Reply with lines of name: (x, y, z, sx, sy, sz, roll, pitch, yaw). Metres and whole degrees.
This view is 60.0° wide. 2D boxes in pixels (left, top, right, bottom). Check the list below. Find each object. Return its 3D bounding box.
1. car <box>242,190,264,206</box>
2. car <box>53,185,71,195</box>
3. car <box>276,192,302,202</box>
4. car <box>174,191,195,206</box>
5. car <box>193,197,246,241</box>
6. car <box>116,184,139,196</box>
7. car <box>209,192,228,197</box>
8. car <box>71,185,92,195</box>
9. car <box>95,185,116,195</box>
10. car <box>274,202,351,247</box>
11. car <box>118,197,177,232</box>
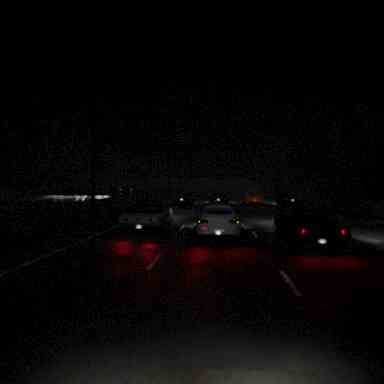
car: (6.266, 0.534, 34.488, 1.882, 1.535, 5.008, 0, 2, 5)
car: (-20.449, -0.306, 53.463, 2.128, 1.511, 4.902, 0, 3, 5)
car: (9.692, 0.671, 33.451, 1.994, 1.385, 4.181, 0, 2, 5)
car: (-0.819, 0.620, 33.734, 1.994, 1.385, 4.181, 0, 2, 5)
car: (1.147, 1.191, 14.499, 1.812, 1.442, 4.674, 0, 2, 4)
car: (-9.977, -0.381, 52.787, 2.097, 1.767, 4.553, 0, 2, 5)
car: (2.669, 0.644, 33.442, 1.994, 1.385, 4.181, 0, 2, 5)
car: (-16.942, -0.295, 53.462, 2.128, 1.511, 4.902, 0, 3, 5)
car: (-13.443, -0.277, 53.317, 2.128, 1.511, 4.902, 0, 3, 5)
car: (4.580, 1.311, 13.432, 1.895, 1.301, 4.718, 0, 2, 4)
car: (-2.170, 1.186, 16.891, 1.895, 1.301, 4.718, 0, 2, 5)
